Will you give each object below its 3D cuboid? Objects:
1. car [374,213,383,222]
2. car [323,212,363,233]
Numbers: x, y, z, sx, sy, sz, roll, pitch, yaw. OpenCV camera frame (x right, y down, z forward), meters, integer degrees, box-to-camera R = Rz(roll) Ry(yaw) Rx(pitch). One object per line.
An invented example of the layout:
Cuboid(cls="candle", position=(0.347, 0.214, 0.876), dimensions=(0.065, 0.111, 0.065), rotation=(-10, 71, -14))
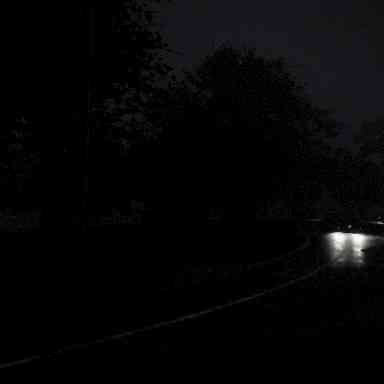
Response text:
Cuboid(cls="car", position=(23.663, 2.878, 38.984), dimensions=(4.181, 1.385, 1.994), rotation=(2, -1, -11))
Cuboid(cls="car", position=(11.133, 2.216, 24.769), dimensions=(1.994, 1.385, 4.181), rotation=(1, -1, 9))
